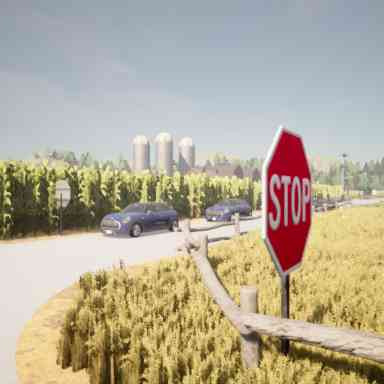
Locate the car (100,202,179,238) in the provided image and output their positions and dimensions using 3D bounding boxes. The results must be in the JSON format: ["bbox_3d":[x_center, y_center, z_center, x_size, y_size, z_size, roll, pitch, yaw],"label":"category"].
[{"bbox_3d":[-2.737,1.351,18.003,2.097,1.767,4.553,0,0,35],"label":"car"}]

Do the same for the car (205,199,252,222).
[{"bbox_3d":[2.904,1.351,25.937,2.097,1.767,4.553,0,0,36],"label":"car"}]

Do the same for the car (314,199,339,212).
[{"bbox_3d":[15.239,1.491,37.638,2.128,1.511,4.902,0,0,35],"label":"car"}]
